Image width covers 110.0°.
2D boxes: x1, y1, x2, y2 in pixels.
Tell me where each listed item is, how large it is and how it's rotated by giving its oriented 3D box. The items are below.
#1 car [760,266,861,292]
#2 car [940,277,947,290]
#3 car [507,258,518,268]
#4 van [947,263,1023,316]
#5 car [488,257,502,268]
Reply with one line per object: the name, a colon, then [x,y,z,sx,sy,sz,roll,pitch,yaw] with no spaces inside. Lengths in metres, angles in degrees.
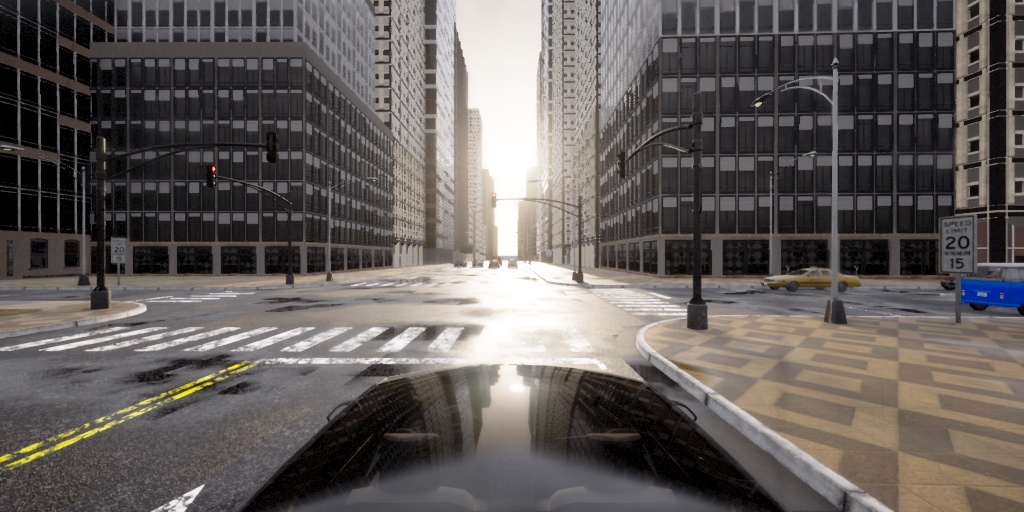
car: [17.127,1.293,20.709,4.829,1.417,1.751,0,0,2]
car: [26.960,1.356,20.202,4.207,1.307,1.802,0,0,2]
car: [0.133,1.408,63.330,2.033,1.411,5.357,0,0,0]
van: [18.380,1.119,12.534,3.998,1.789,1.690,0,0,2]
car: [-3.117,1.386,63.337,1.812,1.442,4.674,0,0,0]
